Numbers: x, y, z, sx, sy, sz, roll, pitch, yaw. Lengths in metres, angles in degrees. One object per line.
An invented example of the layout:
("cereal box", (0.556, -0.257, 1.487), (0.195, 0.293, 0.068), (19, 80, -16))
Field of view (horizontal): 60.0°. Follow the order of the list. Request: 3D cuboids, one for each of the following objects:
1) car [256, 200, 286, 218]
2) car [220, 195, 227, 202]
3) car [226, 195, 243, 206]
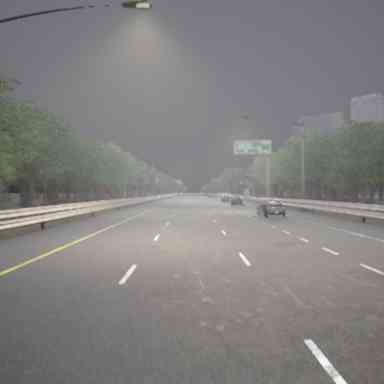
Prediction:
("car", (7.053, 1.493, 29.996), (2.128, 1.511, 4.902), (0, 0, 0))
("car", (7.254, 1.488, 72.013), (2.128, 1.511, 4.902), (0, 0, 0))
("car", (7.162, 1.530, 54.364), (1.837, 1.490, 4.892), (0, 0, 0))
